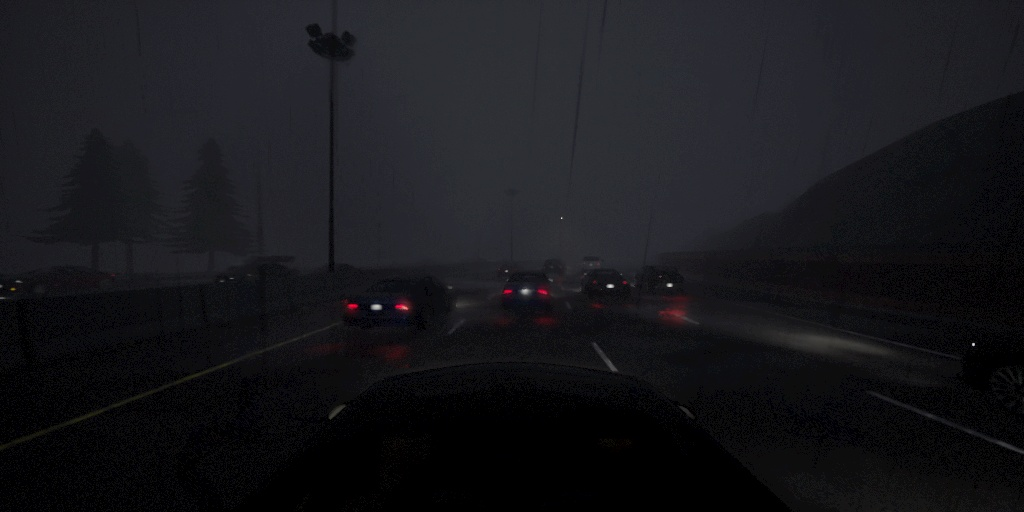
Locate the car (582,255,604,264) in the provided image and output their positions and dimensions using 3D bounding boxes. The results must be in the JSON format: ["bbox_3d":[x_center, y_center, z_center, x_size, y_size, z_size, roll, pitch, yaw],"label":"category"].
[{"bbox_3d":[9.014,0.944,40.125,2.150,2.045,5.566,0,0,16],"label":"car"}]

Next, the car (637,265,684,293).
[{"bbox_3d":[8.476,1.253,20.924,1.837,1.490,4.892,0,0,8],"label":"car"}]

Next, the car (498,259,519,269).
[{"bbox_3d":[-0.041,1.270,32.737,1.994,1.385,4.181,0,0,12],"label":"car"}]

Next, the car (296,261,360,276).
[{"bbox_3d":[-12.326,1.207,24.932,1.812,1.442,4.674,0,0,9],"label":"car"}]

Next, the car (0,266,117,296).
[{"bbox_3d":[-23.670,1.220,18.688,1.994,1.385,4.181,0,0,6],"label":"car"}]

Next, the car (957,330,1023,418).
[{"bbox_3d":[7.185,1.261,2.937,2.128,1.511,4.902,0,0,0],"label":"car"}]

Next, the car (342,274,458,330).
[{"bbox_3d":[-3.088,1.275,11.088,2.033,1.411,5.357,0,0,4],"label":"car"}]

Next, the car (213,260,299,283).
[{"bbox_3d":[-16.167,1.178,22.760,1.837,1.490,4.892,0,0,8],"label":"car"}]

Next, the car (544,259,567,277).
[{"bbox_3d":[4.252,1.067,35.724,2.097,1.767,4.553,0,0,13],"label":"car"}]

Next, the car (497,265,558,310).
[{"bbox_3d":[0.696,1.281,14.728,2.033,1.411,5.357,0,0,5],"label":"car"}]

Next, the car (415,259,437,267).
[{"bbox_3d":[-14.231,1.152,59.559,1.812,1.442,4.674,0,0,20],"label":"car"}]

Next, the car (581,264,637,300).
[{"bbox_3d":[4.574,1.305,17.868,1.994,1.385,4.181,0,0,6],"label":"car"}]

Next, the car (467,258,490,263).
[{"bbox_3d":[-5.482,1.139,63.221,2.128,1.511,4.902,0,0,20],"label":"car"}]

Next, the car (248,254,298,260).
[{"bbox_3d":[-18.985,0.882,27.754,2.150,2.045,5.566,0,0,9],"label":"car"}]
